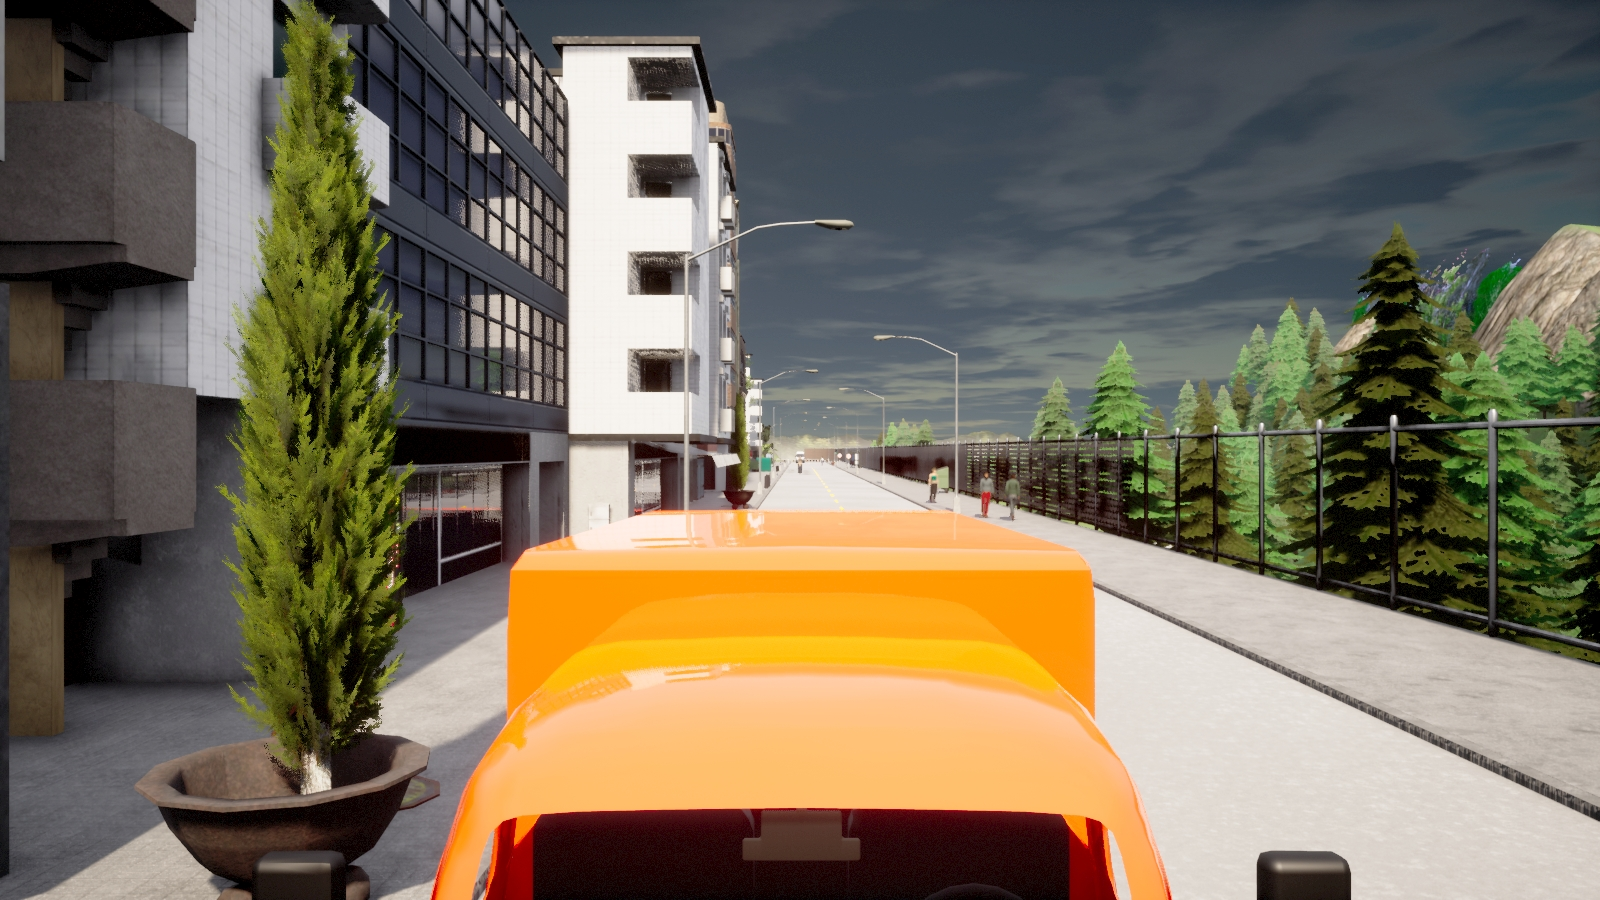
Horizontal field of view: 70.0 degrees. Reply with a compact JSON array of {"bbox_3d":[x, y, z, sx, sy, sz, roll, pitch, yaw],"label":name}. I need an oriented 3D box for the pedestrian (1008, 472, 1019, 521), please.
[{"bbox_3d":[8.180,1.762,43.796,0.375,1.860,0.375,0,0,7],"label":"pedestrian"}]

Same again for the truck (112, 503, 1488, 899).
[{"bbox_3d":[0.000,1.571,4.781,2.627,2.467,5.204,0,0,0],"label":"truck"}]

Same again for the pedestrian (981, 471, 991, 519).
[{"bbox_3d":[7.332,1.762,45.002,0.375,1.860,0.375,0,0,13],"label":"pedestrian"}]

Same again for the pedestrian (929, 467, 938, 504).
[{"bbox_3d":[6.726,1.767,57.502,0.375,1.860,0.375,0,0,-7],"label":"pedestrian"}]
